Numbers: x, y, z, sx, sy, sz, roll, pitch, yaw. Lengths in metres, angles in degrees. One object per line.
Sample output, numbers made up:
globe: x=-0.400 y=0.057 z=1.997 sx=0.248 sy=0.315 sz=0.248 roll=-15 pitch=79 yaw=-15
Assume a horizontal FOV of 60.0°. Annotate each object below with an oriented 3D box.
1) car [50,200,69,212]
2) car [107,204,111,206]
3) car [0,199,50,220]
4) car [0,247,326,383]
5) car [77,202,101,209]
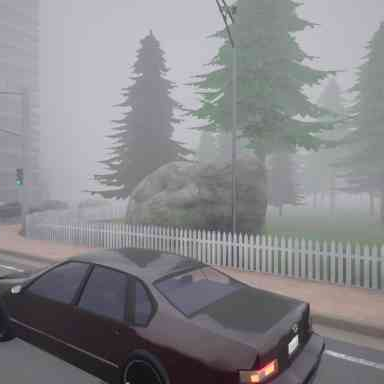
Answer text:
car: x=-15.252 y=1.492 z=34.937 sx=2.033 sy=1.411 sz=5.357 roll=0 pitch=0 yaw=17
car: x=-14.333 y=1.296 z=54.215 sx=2.097 sy=1.767 sz=4.553 roll=0 pitch=0 yaw=-12
car: x=-14.483 y=1.470 z=27.390 sx=1.812 sy=1.442 sz=4.674 roll=0 pitch=0 yaw=27
car: x=-1.046 y=1.547 z=4.736 sx=5.357 sy=1.411 sz=2.033 roll=0 pitch=0 yaw=35
car: x=-13.586 y=1.545 z=44.429 sx=1.895 sy=1.301 sz=4.718 roll=0 pitch=0 yaw=3
